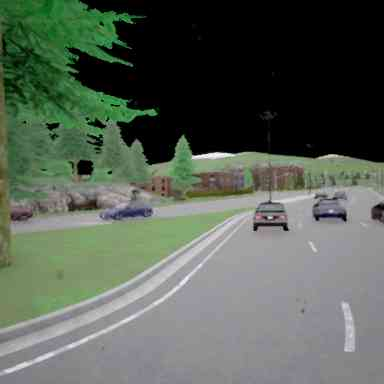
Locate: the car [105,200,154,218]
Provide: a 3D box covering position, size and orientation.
[{"bbox_3d":[-5.886,1.533,31.494,1.994,1.385,4.181,-1,0,40],"label":"car"}]

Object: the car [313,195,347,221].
[{"bbox_3d":[9.426,1.151,22.934,1.994,1.385,4.181,-2,0,18],"label":"car"}]

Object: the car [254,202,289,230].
[{"bbox_3d":[4.529,1.300,18.963,2.033,1.411,5.357,-2,0,15],"label":"car"}]

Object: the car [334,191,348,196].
[{"bbox_3d":[22.461,0.584,50.218,2.033,1.411,5.357,-1,0,25],"label":"car"}]

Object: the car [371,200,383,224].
[{"bbox_3d":[12.053,1.097,19.757,1.994,1.385,4.181,-2,0,17],"label":"car"}]

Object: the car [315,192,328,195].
[{"bbox_3d":[22.841,0.572,58.613,1.895,1.301,4.718,-1,0,27],"label":"car"}]

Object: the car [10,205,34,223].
[{"bbox_3d":[-15.163,1.791,26.512,1.812,1.442,4.674,-1,1,43],"label":"car"}]

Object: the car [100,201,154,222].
[{"bbox_3d":[-5.191,1.504,26.995,1.812,1.442,4.674,-1,1,42],"label":"car"}]
